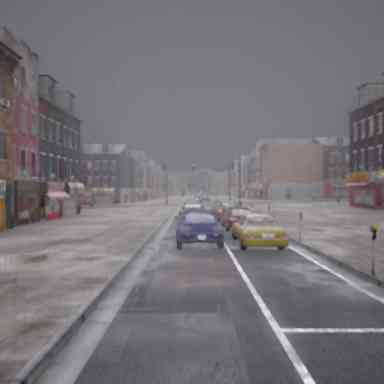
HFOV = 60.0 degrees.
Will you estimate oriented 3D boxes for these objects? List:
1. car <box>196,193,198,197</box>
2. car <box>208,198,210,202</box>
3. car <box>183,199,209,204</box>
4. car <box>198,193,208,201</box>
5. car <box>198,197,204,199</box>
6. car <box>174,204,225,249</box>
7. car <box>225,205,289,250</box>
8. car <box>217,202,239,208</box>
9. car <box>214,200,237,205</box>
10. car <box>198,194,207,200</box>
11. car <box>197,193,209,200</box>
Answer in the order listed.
[{"bbox_3d":[2.602,1.132,72.755,2.192,1.841,5.009,-1,0,0],"label":"car"},{"bbox_3d":[2.623,1.454,30.011,1.802,1.307,4.206,0,0,0],"label":"car"},{"bbox_3d":[0.075,1.487,25.511,1.895,1.301,4.718,0,0,0],"label":"car"},{"bbox_3d":[2.599,1.134,78.158,2.192,1.841,5.009,-1,0,0],"label":"car"},{"bbox_3d":[0.012,1.457,35.603,1.895,1.301,4.718,0,0,0],"label":"car"},{"bbox_3d":[0.234,1.458,14.189,1.812,1.442,4.674,0,0,-3],"label":"car"},{"bbox_3d":[2.629,1.459,13.780,1.752,1.417,4.829,0,0,0],"label":"car"},{"bbox_3d":[2.627,1.493,19.078,1.802,1.307,4.206,0,0,0],"label":"car"},{"bbox_3d":[2.624,1.330,24.544,1.967,1.590,4.097,0,0,0],"label":"car"},{"bbox_3d":[2.598,1.262,83.561,1.967,1.590,4.097,-1,0,0],"label":"car"},{"bbox_3d":[2.605,1.257,67.354,1.967,1.590,4.097,-1,0,0],"label":"car"}]
